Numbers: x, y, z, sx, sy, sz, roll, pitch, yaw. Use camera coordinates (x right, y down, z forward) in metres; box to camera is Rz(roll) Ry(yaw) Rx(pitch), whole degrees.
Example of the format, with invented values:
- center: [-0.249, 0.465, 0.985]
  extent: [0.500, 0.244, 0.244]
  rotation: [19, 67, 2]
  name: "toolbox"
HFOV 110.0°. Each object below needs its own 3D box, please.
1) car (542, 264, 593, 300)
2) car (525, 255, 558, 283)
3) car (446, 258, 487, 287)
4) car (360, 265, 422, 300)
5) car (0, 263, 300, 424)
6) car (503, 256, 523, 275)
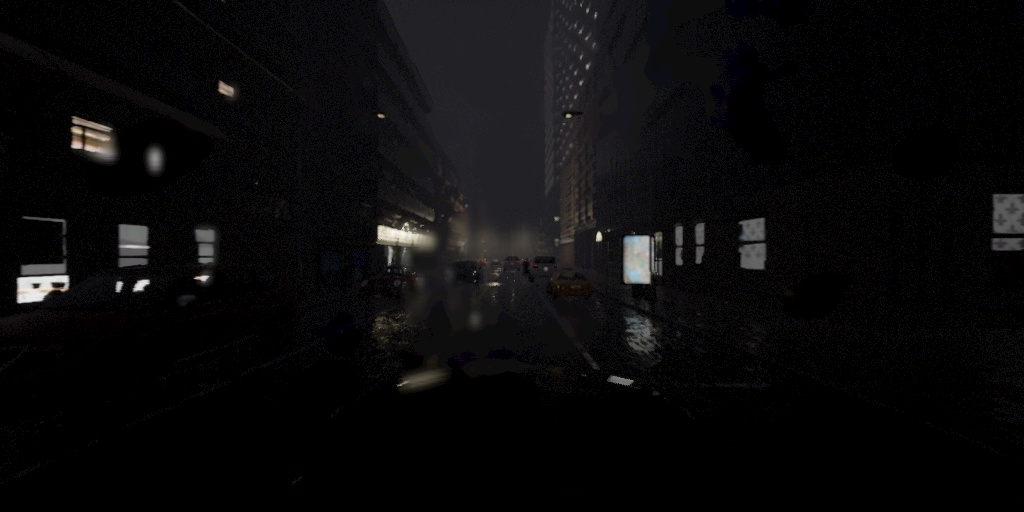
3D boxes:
- center: [2.693, 1.267, 17.411]
  extent: [1.751, 1.417, 4.829]
  rotation: [0, 0, 0]
  name: "car"
- center: [2.403, 0.961, 28.077]
  extent: [2.150, 2.045, 5.566]
  rotation: [0, 0, 0]
  name: "car"
- center: [-3.092, 1.092, 24.338]
  extent: [2.097, 1.767, 4.553]
  rotation: [0, 0, 0]
  name: "car"
- center: [-5.687, 1.183, 17.243]
  extent: [1.967, 1.591, 4.097]
  rotation: [0, 0, 0]
  name: "car"
- center: [-5.691, 1.064, 5.945]
  extent: [2.192, 1.841, 5.009]
  rotation: [0, 0, 0]
  name: "car"
- center: [0.024, 0.960, 47.395]
  extent: [2.150, 2.045, 5.566]
  rotation: [0, 0, 0]
  name: "car"
